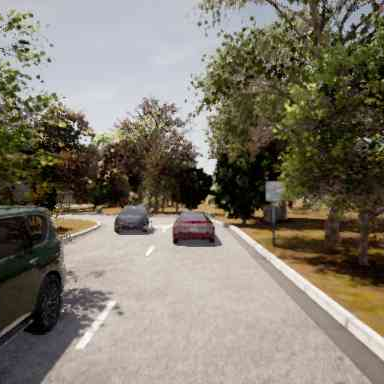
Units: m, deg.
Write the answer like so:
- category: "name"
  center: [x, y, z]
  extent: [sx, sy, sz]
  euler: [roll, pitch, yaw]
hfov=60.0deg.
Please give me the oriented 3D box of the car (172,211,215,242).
- category: "car"
  center: [0.025, 1.624, 16.626]
  extent: [1.994, 1.385, 4.181]
  euler: [0, 0, -2]

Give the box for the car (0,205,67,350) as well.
- category: "car"
  center: [-3.340, 1.231, 3.863]
  extent: [2.150, 2.045, 5.566]
  euler: [0, 0, 0]

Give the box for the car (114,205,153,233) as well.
- category: "car"
  center: [-3.477, 1.576, 20.135]
  extent: [1.837, 1.490, 4.892]
  euler: [2, 0, -6]
